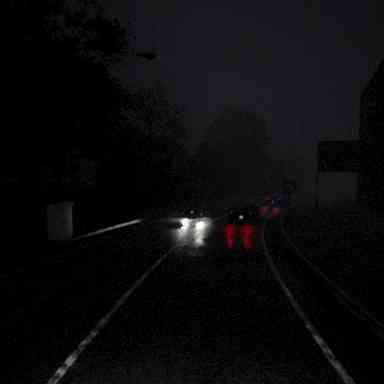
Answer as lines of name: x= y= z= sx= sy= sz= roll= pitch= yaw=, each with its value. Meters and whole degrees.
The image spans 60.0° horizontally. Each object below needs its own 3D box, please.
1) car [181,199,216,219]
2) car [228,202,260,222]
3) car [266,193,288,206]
car: x=0.591 y=1.236 z=26.131 sx=1.994 sy=1.385 sz=4.181 roll=2 pitch=2 yaw=18
car: x=3.948 y=1.378 z=24.616 sx=1.895 sy=1.301 sz=4.718 roll=2 pitch=2 yaw=16
car: x=10.397 y=0.904 z=40.601 sx=1.812 sy=1.442 sz=4.674 roll=3 pitch=2 yaw=27
